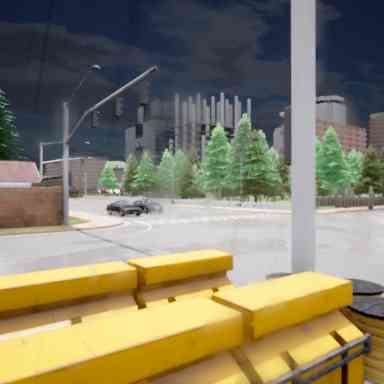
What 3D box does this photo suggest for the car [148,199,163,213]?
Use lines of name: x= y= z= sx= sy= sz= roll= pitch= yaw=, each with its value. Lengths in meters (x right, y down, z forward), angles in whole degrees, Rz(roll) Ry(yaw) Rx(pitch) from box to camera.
car: x=-4.825 y=1.477 z=35.379 sx=2.128 sy=1.511 sz=4.902 roll=0 pitch=0 yaw=-33

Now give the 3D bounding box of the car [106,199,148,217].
car: x=-6.547 y=1.536 z=31.635 sx=2.033 sy=1.411 sz=5.357 roll=0 pitch=0 yaw=-33
